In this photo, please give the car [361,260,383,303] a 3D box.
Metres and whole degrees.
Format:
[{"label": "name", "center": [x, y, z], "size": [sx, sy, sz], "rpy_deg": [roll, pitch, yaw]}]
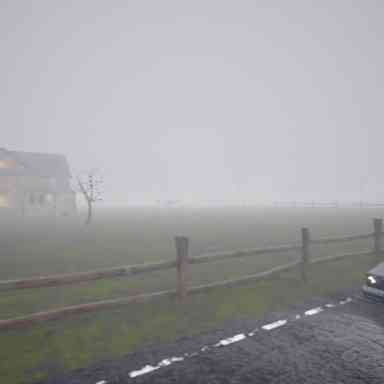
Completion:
[{"label": "car", "center": [5.865, 1.561, 7.177], "size": [5.357, 1.411, 2.033], "rpy_deg": [0, 0, -35]}]
